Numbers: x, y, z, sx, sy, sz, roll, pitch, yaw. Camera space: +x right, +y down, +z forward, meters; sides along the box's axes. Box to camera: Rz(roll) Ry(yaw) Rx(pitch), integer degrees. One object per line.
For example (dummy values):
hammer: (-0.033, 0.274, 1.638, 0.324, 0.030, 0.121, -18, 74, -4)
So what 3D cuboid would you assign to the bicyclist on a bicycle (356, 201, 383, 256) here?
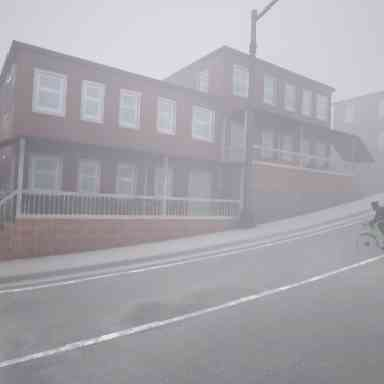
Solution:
bicyclist on a bicycle: (5.422, 1.081, 9.450, 0.582, 1.620, 1.656, -5, 1, -34)
